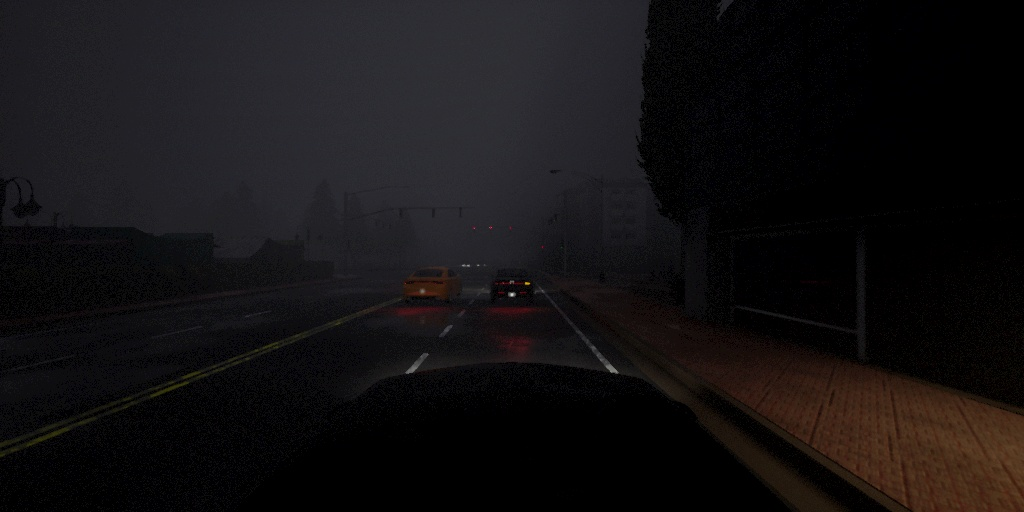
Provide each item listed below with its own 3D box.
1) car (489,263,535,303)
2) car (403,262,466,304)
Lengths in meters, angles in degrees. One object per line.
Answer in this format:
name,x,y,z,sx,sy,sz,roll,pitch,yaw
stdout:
car,0.000,1.264,16.500,1.837,1.490,4.892,0,0,0
car,-3.500,1.233,16.500,1.882,1.535,5.008,0,0,0
